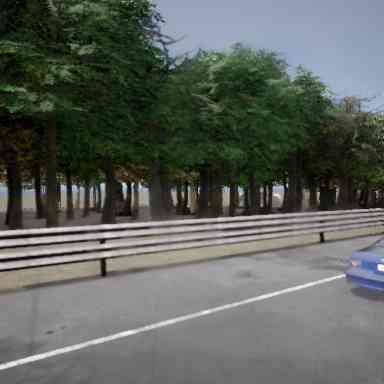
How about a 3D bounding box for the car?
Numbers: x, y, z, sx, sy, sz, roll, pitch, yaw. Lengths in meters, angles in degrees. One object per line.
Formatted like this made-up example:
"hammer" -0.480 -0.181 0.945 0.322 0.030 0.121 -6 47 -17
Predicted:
"car" 5.846 1.550 7.992 5.357 1.411 2.033 0 0 -35
